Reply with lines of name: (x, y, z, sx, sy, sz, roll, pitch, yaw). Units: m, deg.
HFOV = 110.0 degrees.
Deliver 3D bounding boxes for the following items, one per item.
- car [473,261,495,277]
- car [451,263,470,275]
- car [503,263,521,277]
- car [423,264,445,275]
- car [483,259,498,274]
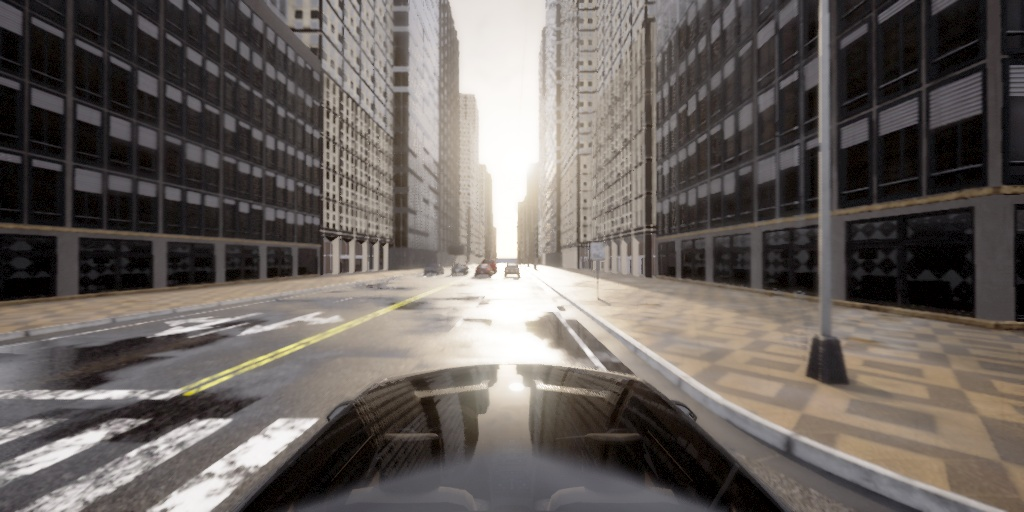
car: (-3.241, 1.630, 41.200, 1.812, 1.442, 4.674, 0, -1, 0)
car: (-6.490, 1.638, 45.369, 2.128, 1.511, 4.902, 0, -1, 0)
car: (0.009, 1.654, 41.199, 2.033, 1.411, 5.357, 0, -1, 0)
car: (-9.740, 1.692, 45.369, 2.033, 1.411, 5.357, 0, -1, 0)
car: (-3.239, 1.434, 51.284, 2.150, 2.045, 5.566, 0, -1, 0)
